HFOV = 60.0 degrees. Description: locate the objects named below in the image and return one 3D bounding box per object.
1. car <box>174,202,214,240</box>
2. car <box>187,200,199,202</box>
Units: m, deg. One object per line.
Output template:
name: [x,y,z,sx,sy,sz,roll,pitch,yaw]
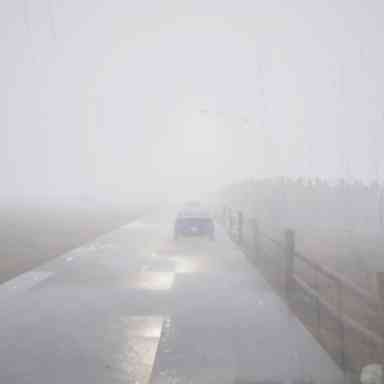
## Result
car: [0.100,1.503,17.163,1.882,1.535,5.008,0,0,0]
car: [0.099,1.636,37.549,2.128,1.511,4.902,0,-1,0]
